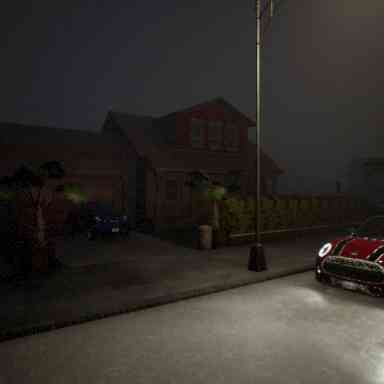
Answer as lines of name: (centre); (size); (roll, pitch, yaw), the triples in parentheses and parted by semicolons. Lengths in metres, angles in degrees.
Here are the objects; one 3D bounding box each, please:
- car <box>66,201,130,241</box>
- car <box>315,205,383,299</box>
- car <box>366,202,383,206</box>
car: (-4.134, 1.174, 14.517); (1.845, 1.501, 3.633); (0, 0, -38)
car: (5.110, 1.352, 8.225); (4.553, 1.767, 2.097); (0, 0, -35)
car: (14.317, 1.526, 26.125); (1.812, 1.442, 4.674); (0, 0, -35)
